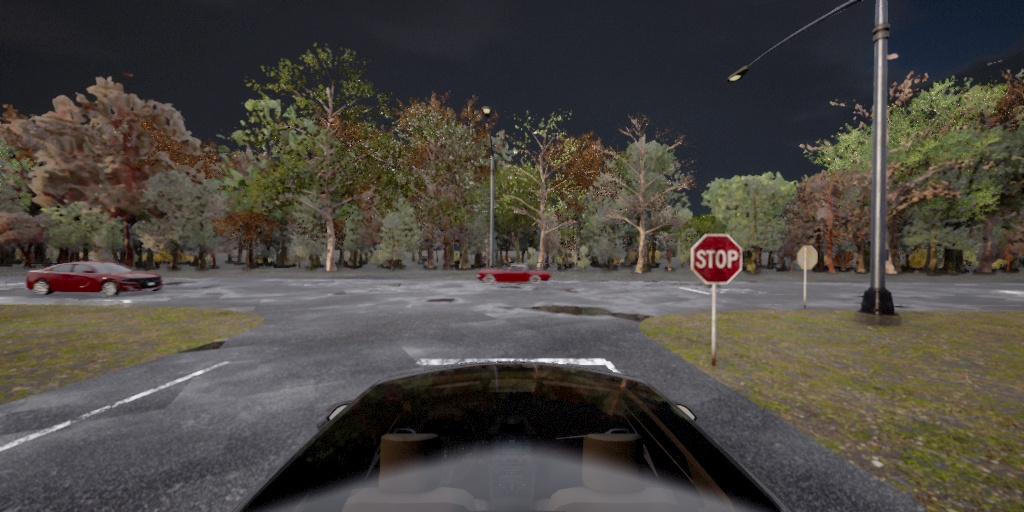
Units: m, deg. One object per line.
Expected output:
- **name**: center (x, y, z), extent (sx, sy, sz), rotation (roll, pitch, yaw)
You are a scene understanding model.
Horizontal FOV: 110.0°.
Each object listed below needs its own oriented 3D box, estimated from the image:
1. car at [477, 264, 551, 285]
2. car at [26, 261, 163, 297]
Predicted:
- **car**: center (0.109, 1.178, 23.317), extent (4.718, 1.301, 1.895), rotation (0, 0, 0)
- **car**: center (-19.073, 0.992, 16.535), extent (5.008, 1.535, 1.882), rotation (0, 0, 1)
